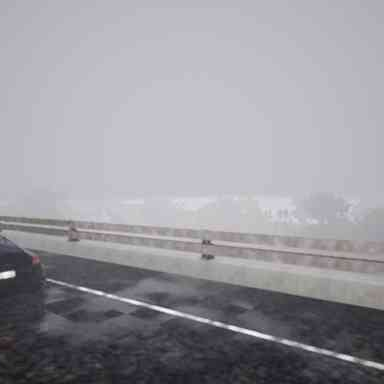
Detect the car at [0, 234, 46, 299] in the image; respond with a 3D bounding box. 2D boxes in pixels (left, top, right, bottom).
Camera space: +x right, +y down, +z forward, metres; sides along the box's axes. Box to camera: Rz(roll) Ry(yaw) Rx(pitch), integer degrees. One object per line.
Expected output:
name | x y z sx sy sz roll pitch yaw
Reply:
car | -5.291 1.629 7.780 4.181 1.385 1.994 0 0 36
